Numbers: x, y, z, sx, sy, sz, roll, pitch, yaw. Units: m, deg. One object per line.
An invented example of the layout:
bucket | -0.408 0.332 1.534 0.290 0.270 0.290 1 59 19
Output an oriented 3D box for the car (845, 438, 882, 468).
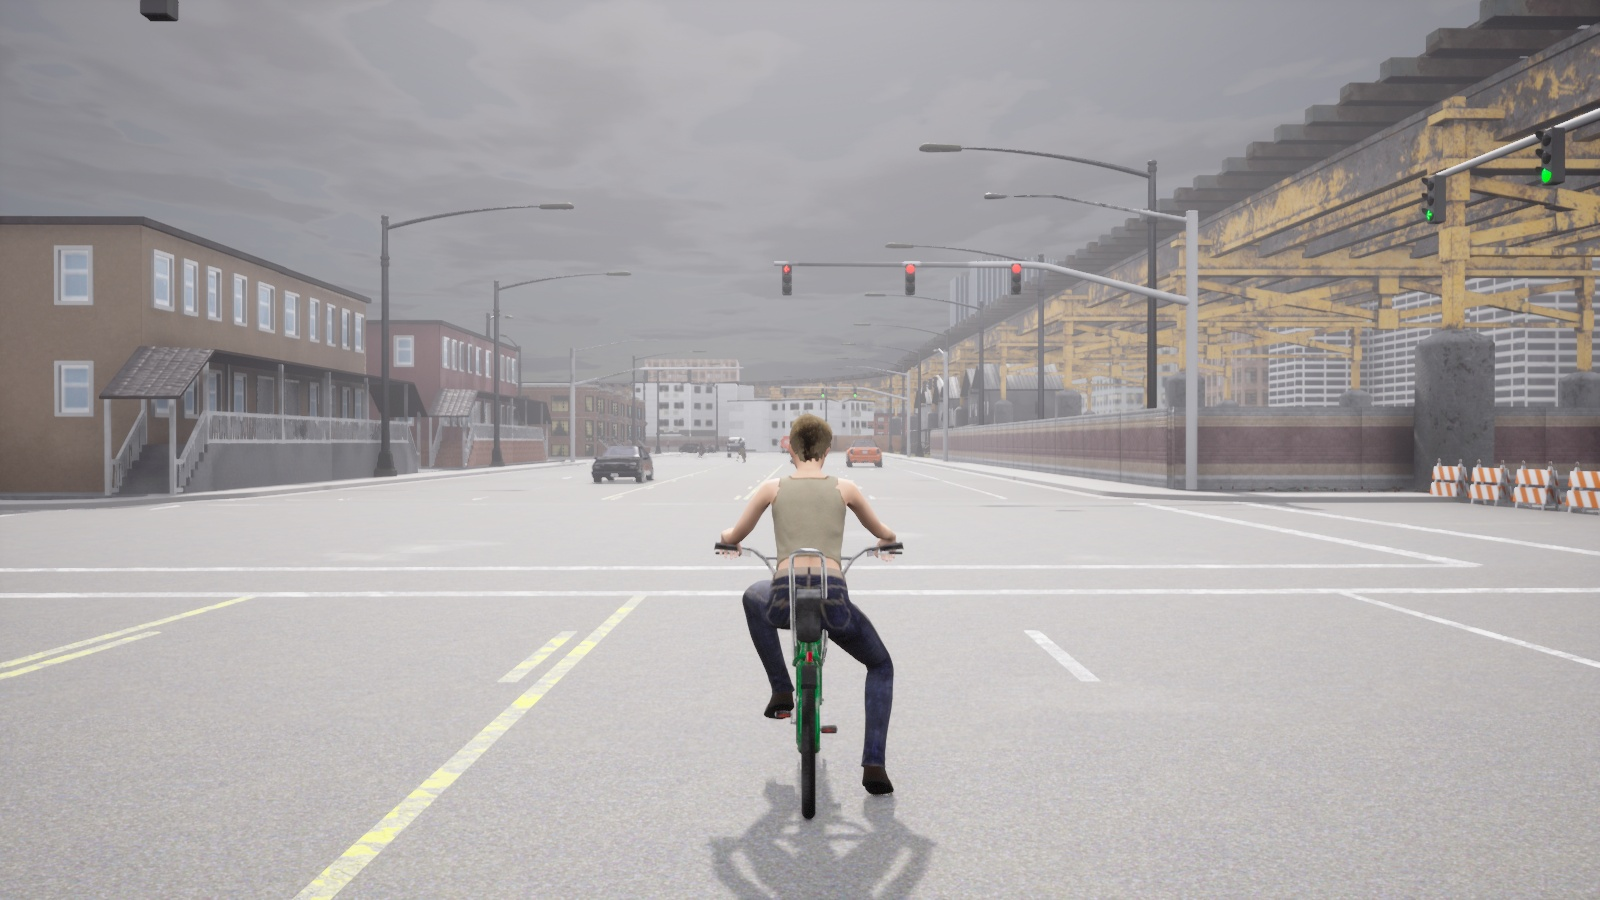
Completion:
car | 3.922 0.156 77.799 2.097 1.767 4.553 0 0 0

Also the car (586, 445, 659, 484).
car | -6.733 0.509 48.211 2.033 1.411 5.357 0 0 0

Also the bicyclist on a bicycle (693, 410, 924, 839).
bicyclist on a bicycle | 0.038 0.651 5.474 0.866 1.612 1.509 0 0 0
